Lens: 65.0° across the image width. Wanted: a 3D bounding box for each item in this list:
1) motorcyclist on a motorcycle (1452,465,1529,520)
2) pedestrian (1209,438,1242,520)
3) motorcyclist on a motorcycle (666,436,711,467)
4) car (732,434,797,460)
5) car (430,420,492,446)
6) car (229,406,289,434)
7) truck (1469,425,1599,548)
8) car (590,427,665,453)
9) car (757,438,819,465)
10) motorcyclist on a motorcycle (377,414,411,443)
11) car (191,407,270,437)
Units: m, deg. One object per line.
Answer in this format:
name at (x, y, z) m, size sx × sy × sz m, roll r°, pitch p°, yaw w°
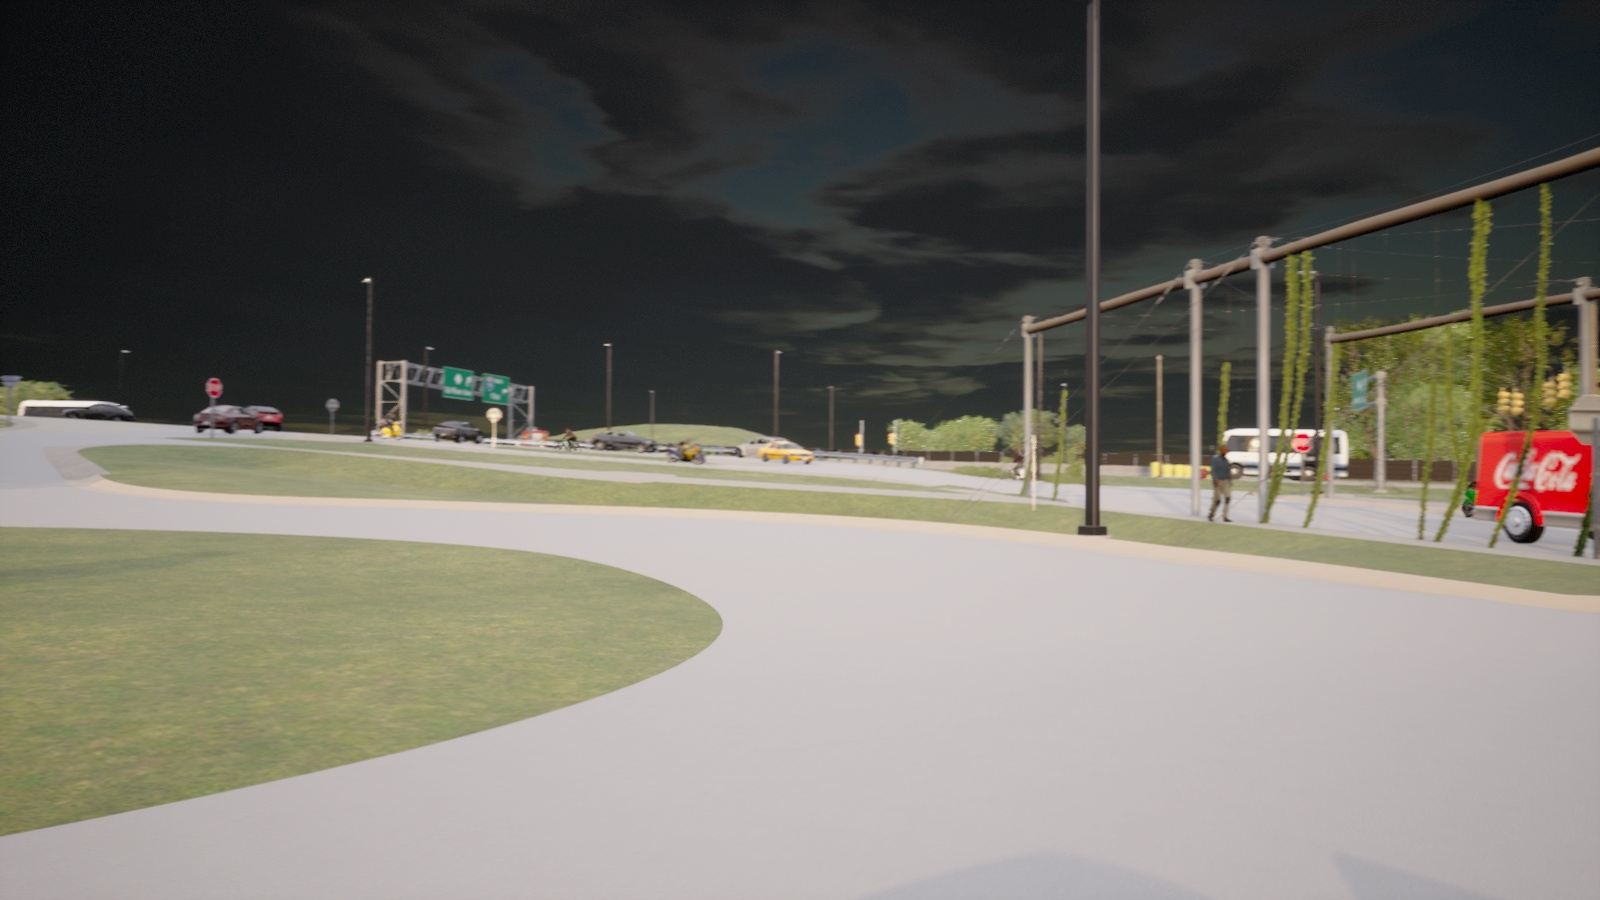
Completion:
motorcyclist on a motorcycle at (20.120, 1.216, 36.648) m, size 0.797 × 1.523 × 2.044 m, roll 0°, pitch 0°, yaw -13°
pedestrian at (9.607, 0.655, 28.365) m, size 0.370 × 1.835 × 0.726 m, roll 0°, pitch -1°, yaw -11°
motorcyclist on a motorcycle at (-6.067, 0.080, 68.399) m, size 2.191 × 1.530 × 0.866 m, roll 3°, pitch -1°, yaw 15°
car at (-2.624, -0.234, 92.381) m, size 2.242 × 1.667 × 4.611 m, roll 2°, pitch 0°, yaw -43°
car at (-23.088, -1.138, 85.653) m, size 2.128 × 1.511 × 4.902 m, roll 4°, pitch 0°, yaw 10°
car at (-33.245, -1.865, 77.147) m, size 2.007 × 1.525 × 4.514 m, roll 4°, pitch -1°, yaw -41°
truck at (17.121, 0.742, 26.410) m, size 2.627 × 2.467 × 5.204 m, roll 0°, pitch 0°, yaw -12°
car at (-12.944, -0.765, 94.190) m, size 5.027 × 1.651 × 2.152 m, roll 3°, pitch 0°, yaw 15°
car at (-0.842, 0.082, 82.871) m, size 1.801 × 1.575 × 5.366 m, roll 1°, pitch 2°, yaw -28°
motorcyclist on a motorcycle at (-24.223, -1.265, 74.921) m, size 1.817 × 1.590 × 0.866 m, roll 4°, pitch -1°, yaw 35°
car at (-29.093, -1.432, 64.301) m, size 1.812 × 1.442 × 4.674 m, roll 2°, pitch 1°, yaw 1°
